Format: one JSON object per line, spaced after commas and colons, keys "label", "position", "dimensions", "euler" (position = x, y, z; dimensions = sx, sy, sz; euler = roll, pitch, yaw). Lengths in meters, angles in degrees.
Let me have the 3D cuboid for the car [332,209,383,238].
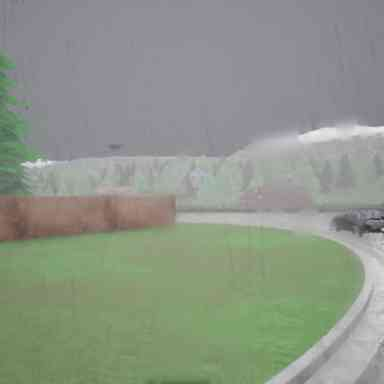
{"label": "car", "position": [9.871, 1.769, 19.518], "dimensions": [2.128, 1.511, 4.902], "euler": [-1, -1, 0]}
